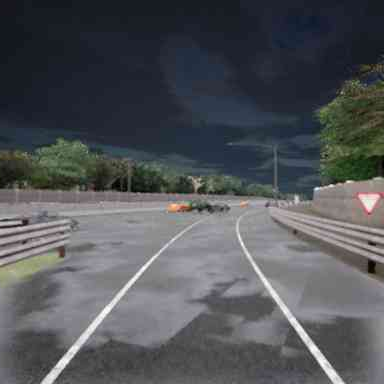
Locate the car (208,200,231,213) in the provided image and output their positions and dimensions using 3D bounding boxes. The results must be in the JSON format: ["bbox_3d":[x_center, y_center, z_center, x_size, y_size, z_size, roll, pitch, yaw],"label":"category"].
[{"bbox_3d":[4.526,2.405,50.890,1.837,1.490,4.892,0,-1,23],"label":"car"}]

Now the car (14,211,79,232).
[{"bbox_3d":[-8.863,1.824,20.089,1.994,1.385,4.181,0,-1,23],"label":"car"}]

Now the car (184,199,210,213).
[{"bbox_3d":[1.335,2.128,52.331,2.150,2.045,5.566,0,-1,23],"label":"car"}]

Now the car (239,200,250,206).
[{"bbox_3d":[14.572,3.053,91.559,2.097,1.767,4.553,0,-1,23],"label":"car"}]

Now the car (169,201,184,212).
[{"bbox_3d":[-1.911,2.264,53.639,2.097,1.767,4.553,0,-1,23],"label":"car"}]

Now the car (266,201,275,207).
[{"bbox_3d":[21.003,3.184,88.794,1.837,1.490,4.892,0,-1,23],"label":"car"}]
